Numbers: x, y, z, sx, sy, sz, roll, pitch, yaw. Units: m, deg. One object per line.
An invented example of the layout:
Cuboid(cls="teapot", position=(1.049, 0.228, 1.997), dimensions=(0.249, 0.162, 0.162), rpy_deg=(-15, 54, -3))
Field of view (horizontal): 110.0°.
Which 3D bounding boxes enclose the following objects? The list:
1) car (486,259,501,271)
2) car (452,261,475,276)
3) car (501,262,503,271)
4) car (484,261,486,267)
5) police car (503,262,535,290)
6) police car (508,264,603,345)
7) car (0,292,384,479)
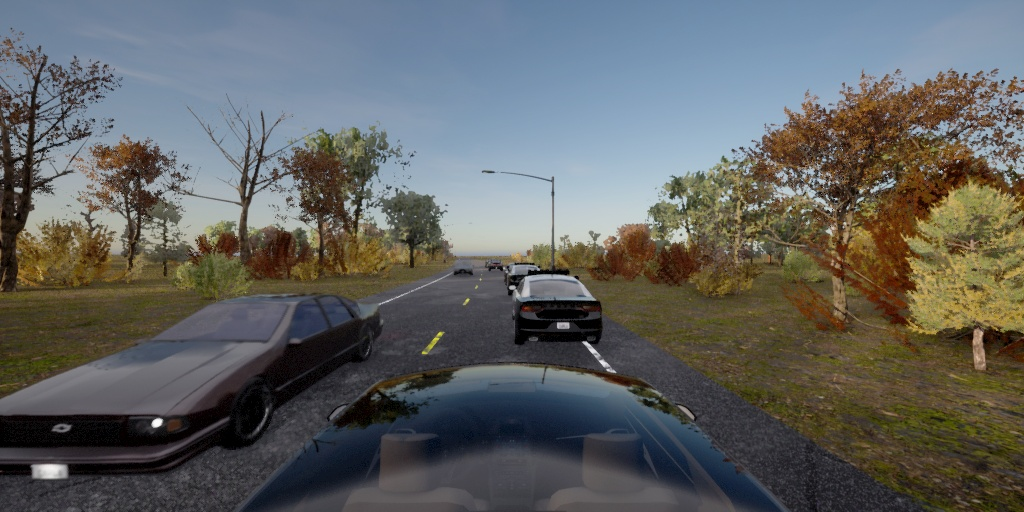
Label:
Cuboid(cls="car", position=(-2.184, 1.234, 47.321), dimensions=(1.837, 1.490, 4.892), rpy_deg=(0, 0, -5))
Cuboid(cls="car", position=(-4.879, 1.242, 36.466), dimensions=(1.837, 1.490, 4.892), rpy_deg=(0, 0, -4))
Cuboid(cls="car", position=(0.405, 1.217, 25.650), dimensions=(1.882, 1.535, 5.008), rpy_deg=(0, 0, -3))
Cuboid(cls="car", position=(-3.535, 1.209, 60.211), dimensions=(2.128, 1.511, 4.902), rpy_deg=(0, 0, -7))
Cuboid(cls="police car", position=(0.674, 1.170, 19.732), dimensions=(1.930, 1.638, 5.238), rpy_deg=(0, 0, -2))
Cuboid(cls="police car", position=(0.967, 1.174, 9.681), dimensions=(1.930, 1.638, 5.238), rpy_deg=(0, 0, -1))
Cuboid(cls="car", position=(-3.641, 1.297, 5.465), dimensions=(2.033, 1.411, 5.357), rpy_deg=(0, 0, -1))
